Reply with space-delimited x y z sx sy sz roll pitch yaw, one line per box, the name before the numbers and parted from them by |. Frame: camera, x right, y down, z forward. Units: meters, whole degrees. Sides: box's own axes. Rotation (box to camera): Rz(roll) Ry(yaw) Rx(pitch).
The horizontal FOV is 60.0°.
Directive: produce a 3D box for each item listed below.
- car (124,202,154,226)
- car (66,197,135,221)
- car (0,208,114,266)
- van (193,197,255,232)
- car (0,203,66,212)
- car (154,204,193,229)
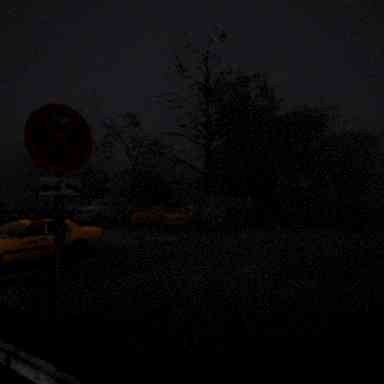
car | -2.041 1.626 24.019 1.946 1.575 5.366 -1 -1 35
car | -6.844 1.491 27.134 2.435 2.045 5.566 -2 -1 35
car | -5.376 1.550 10.915 1.946 1.575 5.366 -1 -1 35
van | 2.246 1.321 20.636 1.878 1.987 4.442 -1 -1 35
car | -7.640 1.468 12.770 2.185 1.767 4.553 -1 -1 35
car | 0.136 1.583 22.488 1.946 1.575 5.366 -1 -1 35
